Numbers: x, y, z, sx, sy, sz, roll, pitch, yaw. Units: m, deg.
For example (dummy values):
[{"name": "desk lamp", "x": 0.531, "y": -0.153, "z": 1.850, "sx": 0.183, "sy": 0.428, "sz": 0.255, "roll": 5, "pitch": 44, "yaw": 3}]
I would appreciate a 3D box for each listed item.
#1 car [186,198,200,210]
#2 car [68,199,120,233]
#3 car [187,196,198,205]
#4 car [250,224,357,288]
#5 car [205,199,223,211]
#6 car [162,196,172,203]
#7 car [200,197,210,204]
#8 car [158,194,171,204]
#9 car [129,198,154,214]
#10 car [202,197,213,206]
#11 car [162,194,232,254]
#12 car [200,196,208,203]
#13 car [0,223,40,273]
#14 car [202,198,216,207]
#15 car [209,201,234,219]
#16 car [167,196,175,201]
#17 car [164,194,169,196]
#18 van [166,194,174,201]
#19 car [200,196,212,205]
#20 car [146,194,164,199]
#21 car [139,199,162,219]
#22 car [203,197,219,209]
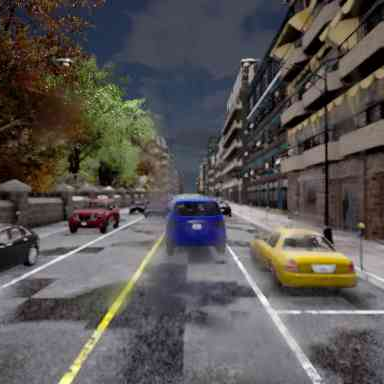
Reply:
[{"name": "car", "x": 0.080, "y": 1.609, "z": 45.186, "sx": 1.812, "sy": 1.442, "sz": 4.674, "roll": 0, "pitch": 0, "yaw": 0}, {"name": "car", "x": -5.681, "y": 1.352, "z": 20.016, "sx": 2.192, "sy": 1.841, "sz": 5.009, "roll": 1, "pitch": 0, "yaw": 0}, {"name": "car", "x": 0.073, "y": 1.595, "z": 63.663, "sx": 1.882, "sy": 1.535, "sz": 5.008, "roll": 0, "pitch": 0, "yaw": 0}, {"name": "car", "x": 2.700, "y": 1.543, "z": 9.142, "sx": 1.752, "sy": 1.417, "sz": 4.829, "roll": 1, "pitch": 0, "yaw": 0}, {"name": "car", "x": 2.684, "y": 1.643, "z": 42.113, "sx": 1.947, "sy": 1.339, "sz": 4.313, "roll": 1, "pitch": 0, "yaw": 0}, {"name": "car", "x": -5.711, "y": 1.683, "z": 75.250, "sx": 1.887, "sy": 1.381, "sz": 4.507, "roll": 1, "pitch": 0, "yaw": 0}, {"name": "car", "x": 2.671, "y": 1.711, "z": 69.730, "sx": 1.802, "sy": 1.307, "sz": 4.206, "roll": 1, "pitch": 0, "yaw": 0}, {"name": "car", "x": -5.704, "y": 1.443, "z": 69.727, "sx": 2.192, "sy": 1.841, "sz": 5.009, "roll": 1, "pitch": 0, "yaw": 0}, {"name": "car", "x": -5.693, "y": 1.633, "z": 36.586, "sx": 1.947, "sy": 1.339, "sz": 4.313, "roll": 1, "pitch": 0, "yaw": 0}, {"name": "car", "x": 2.677, "y": 1.634, "z": 58.853, "sx": 1.752, "sy": 1.417, "sz": 4.829, "roll": 1, "pitch": 0, "yaw": 0}, {"name": "car", "x": 0.107, "y": 1.248, "z": 13.700, "sx": 2.150, "sy": 2.045, "sz": 5.566, "roll": 0, "pitch": 0, "yaw": -1}, {"name": "car", "x": 2.670, "y": 1.665, "z": 75.423, "sx": 1.752, "sy": 1.417, "sz": 4.829, "roll": 1, "pitch": 0, "yaw": 0}, {"name": "car", "x": -5.681, "y": 1.567, "z": 8.969, "sx": 2.008, "sy": 1.369, "sz": 4.403, "roll": 1, "pitch": 0, "yaw": 0}, {"name": "car", "x": 2.680, "y": 1.643, "z": 53.159, "sx": 1.887, "sy": 1.381, "sz": 4.507, "roll": 1, "pitch": 0, "yaw": 0}, {"name": "car", "x": 2.689, "y": 1.623, "z": 31.065, "sx": 1.947, "sy": 1.339, "sz": 4.313, "roll": 1, "pitch": 0, "yaw": 0}, {"name": "car", "x": -5.702, "y": 1.737, "z": 91.820, "sx": 1.947, "sy": 1.339, "sz": 4.313, "roll": 1, "pitch": 0, "yaw": 0}, {"name": "car", "x": -5.705, "y": 1.663, "z": 64.203, "sx": 1.887, "sy": 1.381, "sz": 4.507, "roll": 1, "pitch": 0, "yaw": 0}, {"name": "van", "x": -5.720, "y": 1.501, "z": 86.297, "sx": 1.690, "sy": 1.788, "sz": 3.998, "roll": 1, "pitch": 0, "yaw": 0}, {"name": "car", "x": 2.677, "y": 1.559, "z": 64.207, "sx": 1.967, "sy": 1.590, "sz": 4.097, "roll": 1, "pitch": 0, "yaw": 0}, {"name": "car", "x": -5.693, "y": 1.402, "z": 47.634, "sx": 2.192, "sy": 1.841, "sz": 5.009, "roll": 1, "pitch": 0, "yaw": 0}, {"name": "car", "x": -3.105, "y": 1.602, "z": 30.013, "sx": 2.033, "sy": 1.411, "sz": 5.357, "roll": 0, "pitch": 0, "yaw": 0}, {"name": "car", "x": 2.684, "y": 1.528, "z": 47.636, "sx": 1.967, "sy": 1.590, "sz": 4.097, "roll": 1, "pitch": 0, "yaw": 0}]
